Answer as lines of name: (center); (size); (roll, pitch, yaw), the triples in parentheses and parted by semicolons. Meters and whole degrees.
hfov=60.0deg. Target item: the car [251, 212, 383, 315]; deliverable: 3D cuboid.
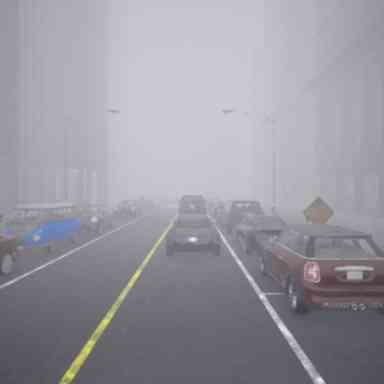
car: (2.764, 1.437, 7.582); (1.967, 1.590, 4.097); (0, 0, 0)

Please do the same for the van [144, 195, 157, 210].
van: (-5.743, 1.326, 41.398); (1.690, 1.788, 3.998); (0, 0, 0)

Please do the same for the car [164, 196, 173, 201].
car: (-5.721, 1.552, 80.854); (1.947, 1.339, 4.313); (0, 0, 0)

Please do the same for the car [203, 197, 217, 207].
car: (2.789, 1.549, 52.673); (1.947, 1.339, 4.313); (0, 0, 0)

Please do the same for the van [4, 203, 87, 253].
van: (-5.758, 1.336, 13.214); (1.690, 1.788, 3.998); (0, 0, 0)

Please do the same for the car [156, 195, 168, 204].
car: (-5.731, 1.425, 63.944); (1.967, 1.590, 4.097); (0, 0, 0)

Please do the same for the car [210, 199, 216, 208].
car: (2.777, 1.555, 30.128); (1.947, 1.339, 4.313); (0, 0, 0)

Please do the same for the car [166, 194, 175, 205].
car: (-3.028, 1.547, 57.635); (1.994, 1.385, 4.181); (0, 0, 0)

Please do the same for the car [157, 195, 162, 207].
car: (-5.740, 1.510, 46.865); (1.752, 1.417, 4.829); (0, 0, 0)

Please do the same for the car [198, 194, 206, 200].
car: (2.809, 1.430, 92.128); (1.967, 1.590, 4.097); (0, 0, 0)

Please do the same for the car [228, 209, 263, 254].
car: (2.767, 1.561, 13.219); (1.947, 1.339, 4.313); (0, 0, 0)

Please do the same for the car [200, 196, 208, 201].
car: (2.804, 1.568, 80.855); (1.802, 1.307, 4.206); (0, 0, 0)

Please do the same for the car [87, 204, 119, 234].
car: (-5.755, 1.433, 18.851); (1.967, 1.590, 4.097); (0, 0, 0)

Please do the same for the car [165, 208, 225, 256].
car: (0.056, 1.560, 13.176); (1.994, 1.385, 4.181); (0, 0, 1)

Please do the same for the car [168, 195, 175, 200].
car: (-5.715, 1.572, 92.128); (1.802, 1.307, 4.206); (0, 0, 0)

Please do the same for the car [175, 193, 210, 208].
car: (0.052, 1.213, 26.868); (2.150, 2.045, 5.566); (0, 0, 1)

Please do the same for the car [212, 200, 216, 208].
car: (2.773, 1.536, 24.492); (1.887, 1.381, 4.507); (0, 0, 0)

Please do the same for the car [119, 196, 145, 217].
car: (-5.749, 1.429, 30.125); (1.967, 1.590, 4.097); (0, 0, 0)

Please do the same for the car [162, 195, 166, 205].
car: (-5.736, 1.535, 52.670); (2.008, 1.369, 4.403); (0, 0, 0)

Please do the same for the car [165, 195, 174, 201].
car: (-5.718, 1.539, 86.490); (2.008, 1.369, 4.403); (0, 0, 0)

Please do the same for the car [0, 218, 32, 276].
car: (-5.761, 1.542, 7.578); (1.887, 1.381, 4.507); (0, 0, 0)

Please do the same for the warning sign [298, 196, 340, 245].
warning sign: (5.078, 1.110, 13.375); (1.300, 1.860, 1.060); (0, 0, 0)

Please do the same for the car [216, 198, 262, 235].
car: (2.770, 1.308, 18.856); (2.192, 1.841, 5.009); (0, 0, 0)

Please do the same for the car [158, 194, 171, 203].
car: (-5.728, 1.300, 69.581); (2.192, 1.841, 5.009); (0, 0, 0)

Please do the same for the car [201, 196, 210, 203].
car: (2.798, 1.567, 69.582); (1.802, 1.307, 4.206); (0, 0, 0)
